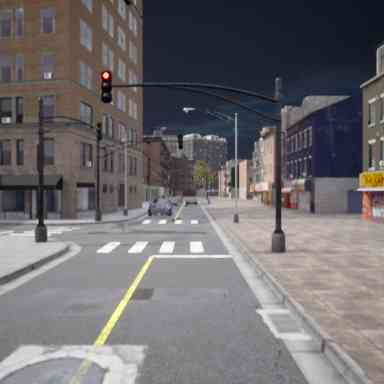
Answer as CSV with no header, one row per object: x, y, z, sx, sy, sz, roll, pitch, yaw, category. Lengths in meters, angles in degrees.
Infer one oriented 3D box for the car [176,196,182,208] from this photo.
-2.893,1.481,48.973,1.837,1.490,4.892,0,0,0,car

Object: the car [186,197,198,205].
-0.056,1.540,57.023,1.994,1.385,4.181,0,0,0,car

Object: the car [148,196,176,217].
-2.880,1.336,31.199,2.097,1.767,4.553,0,0,0,car
